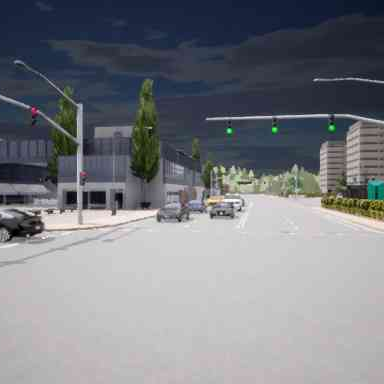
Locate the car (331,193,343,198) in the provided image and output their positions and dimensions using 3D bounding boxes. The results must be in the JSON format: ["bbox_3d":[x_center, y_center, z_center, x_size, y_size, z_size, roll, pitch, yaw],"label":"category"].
[{"bbox_3d":[32.994,1.156,72.116,3.866,1.878,1.905,0,0,10],"label":"car"}]

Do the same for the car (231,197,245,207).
[{"bbox_3d":[7.165,1.563,51.471,1.994,1.385,4.181,0,0,12],"label":"car"}]

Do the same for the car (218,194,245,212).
[{"bbox_3d":[4.786,1.221,39.528,2.150,2.045,5.566,0,0,11],"label":"car"}]

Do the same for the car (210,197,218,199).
[{"bbox_3d":[3.483,1.477,50.943,1.882,1.535,5.008,0,0,11],"label":"car"}]

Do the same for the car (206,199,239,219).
[{"bbox_3d":[2.788,1.564,29.404,1.994,1.385,4.181,0,0,11],"label":"car"}]

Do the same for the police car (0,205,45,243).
[{"bbox_3d":[-9.617,1.425,15.672,5.238,1.638,1.930,0,0,9],"label":"police car"}]

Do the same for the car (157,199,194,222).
[{"bbox_3d":[-1.382,1.526,26.381,1.812,1.442,4.674,0,0,11],"label":"car"}]

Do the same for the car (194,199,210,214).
[{"bbox_3d":[0.460,1.525,35.678,1.812,1.442,4.674,0,0,11],"label":"car"}]
